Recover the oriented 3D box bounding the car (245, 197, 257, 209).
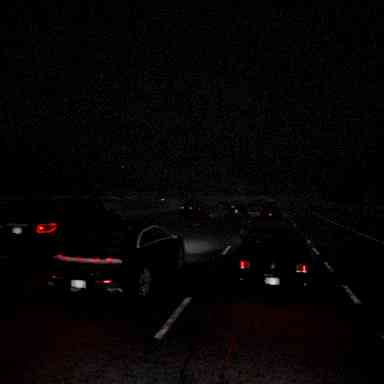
[{"bbox_3d":[9.146,1.951,54.033,1.882,1.535,5.008,1,-1,13],"label":"car"}]

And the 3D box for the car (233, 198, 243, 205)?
[{"bbox_3d":[10.463,2.217,74.981,1.812,1.442,4.674,1,-1,13],"label":"car"}]

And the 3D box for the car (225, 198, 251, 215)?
[{"bbox_3d":[5.238,1.779,37.385,1.837,1.490,4.892,1,0,13],"label":"car"}]

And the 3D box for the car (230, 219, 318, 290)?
[{"bbox_3d":[2.279,1.679,9.449,1.895,1.301,4.718,1,0,13],"label":"car"}]

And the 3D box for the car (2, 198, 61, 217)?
[{"bbox_3d":[-14.441,1.369,30.329,2.128,1.511,4.902,1,0,14],"label":"car"}]

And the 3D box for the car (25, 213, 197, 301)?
[{"bbox_3d":[-1.540,1.499,8.489,2.128,1.511,4.902,1,0,13],"label":"car"}]

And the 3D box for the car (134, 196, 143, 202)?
[{"bbox_3d":[-11.688,1.673,72.481,2.128,1.511,4.902,1,-1,13],"label":"car"}]

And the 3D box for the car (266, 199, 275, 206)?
[{"bbox_3d":[17.277,2.330,73.381,1.812,1.442,4.674,1,-1,13],"label":"car"}]

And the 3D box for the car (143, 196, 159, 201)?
[{"bbox_3d":[-8.280,1.682,71.681,1.882,1.535,5.008,1,-1,13],"label":"car"}]

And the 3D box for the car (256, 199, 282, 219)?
[{"bbox_3d":[7.416,1.765,31.333,2.128,1.511,4.902,1,0,13],"label":"car"}]

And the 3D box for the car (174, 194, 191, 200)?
[{"bbox_3d":[-1.469,1.542,70.055,2.150,2.045,5.566,1,-1,13],"label":"car"}]

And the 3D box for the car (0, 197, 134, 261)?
[{"bbox_3d":[-4.315,1.194,11.962,2.150,2.045,5.566,1,0,13],"label":"car"}]

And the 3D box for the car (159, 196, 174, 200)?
[{"bbox_3d":[-4.864,1.616,70.912,2.097,1.767,4.553,1,-1,13],"label":"car"}]

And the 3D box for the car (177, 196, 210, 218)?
[{"bbox_3d":[0.384,1.502,31.996,2.097,1.767,4.553,1,0,13],"label":"car"}]

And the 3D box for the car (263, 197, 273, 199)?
[{"bbox_3d":[13.375,2.055,56.736,1.882,1.535,5.008,1,-1,13],"label":"car"}]

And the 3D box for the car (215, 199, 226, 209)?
[{"bbox_3d":[4.710,1.852,50.447,2.128,1.511,4.902,1,0,13],"label":"car"}]

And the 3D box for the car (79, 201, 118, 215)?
[{"bbox_3d":[-9.715,1.631,34.935,1.895,1.301,4.718,1,0,13],"label":"car"}]

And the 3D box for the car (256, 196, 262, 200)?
[{"bbox_3d":[13.869,2.289,74.179,2.033,1.411,5.357,1,-1,13],"label":"car"}]
